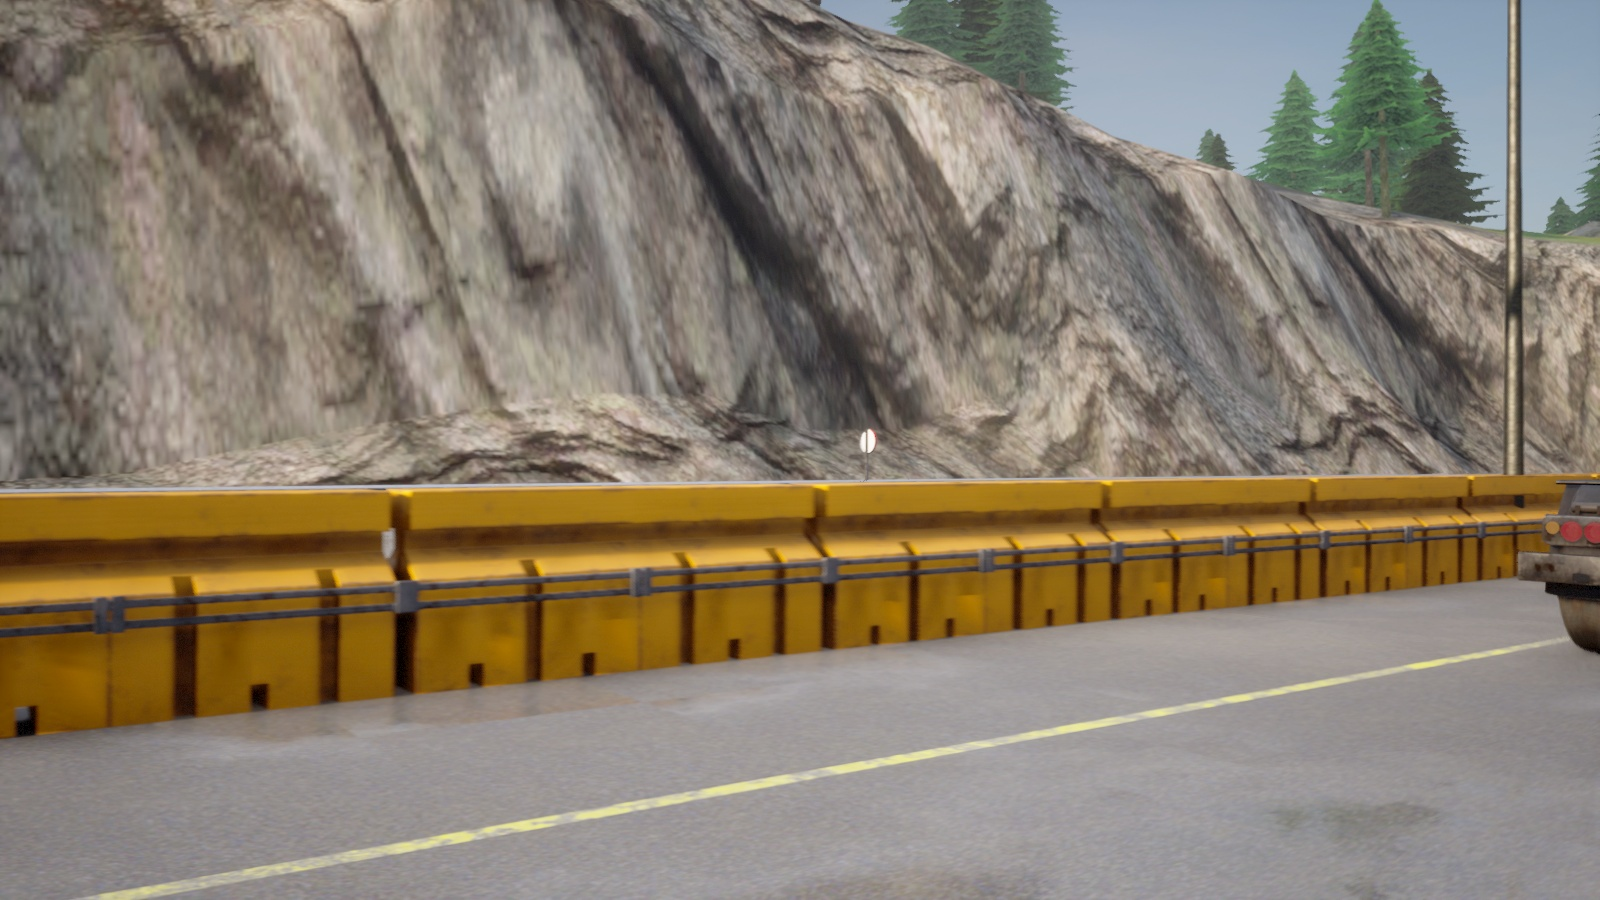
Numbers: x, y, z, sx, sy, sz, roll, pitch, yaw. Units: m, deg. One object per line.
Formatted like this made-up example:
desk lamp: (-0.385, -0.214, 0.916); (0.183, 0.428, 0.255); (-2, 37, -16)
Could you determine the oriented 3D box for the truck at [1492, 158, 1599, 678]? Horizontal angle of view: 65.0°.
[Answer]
truck: (8.998, -0.212, 10.049); (7.936, 3.462, 2.891); (0, 0, -35)
